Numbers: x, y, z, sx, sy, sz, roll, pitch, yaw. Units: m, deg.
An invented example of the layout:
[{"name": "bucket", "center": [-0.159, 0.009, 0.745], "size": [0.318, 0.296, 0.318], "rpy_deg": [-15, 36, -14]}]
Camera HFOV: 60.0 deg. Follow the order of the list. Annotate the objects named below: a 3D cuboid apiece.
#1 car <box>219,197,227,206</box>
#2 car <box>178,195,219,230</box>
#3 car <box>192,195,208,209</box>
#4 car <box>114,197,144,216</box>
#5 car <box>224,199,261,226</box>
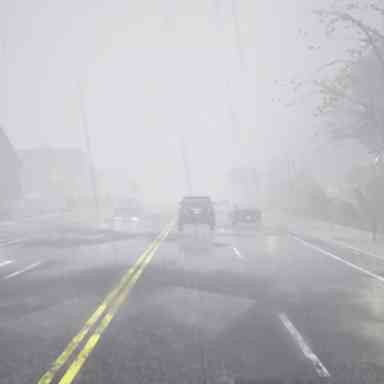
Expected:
[{"name": "car", "center": [4.574, 1.479, 49.335], "size": [1.812, 1.442, 4.674], "rpy_deg": [0, 0, 3]}, {"name": "car", "center": [0.303, 1.209, 21.040], "size": [2.150, 2.045, 5.566], "rpy_deg": [0, 0, 1]}, {"name": "car", "center": [1.138, 1.311, 45.795], "size": [2.097, 1.767, 4.553], "rpy_deg": [0, 0, 3]}, {"name": "car", "center": [-6.067, 1.333, 32.518], "size": [2.097, 1.767, 4.553], "rpy_deg": [0, 0, 2]}, {"name": "car", "center": [3.609, 1.461, 23.450], "size": [1.882, 1.535, 5.008], "rpy_deg": [0, 0, 1]}]
